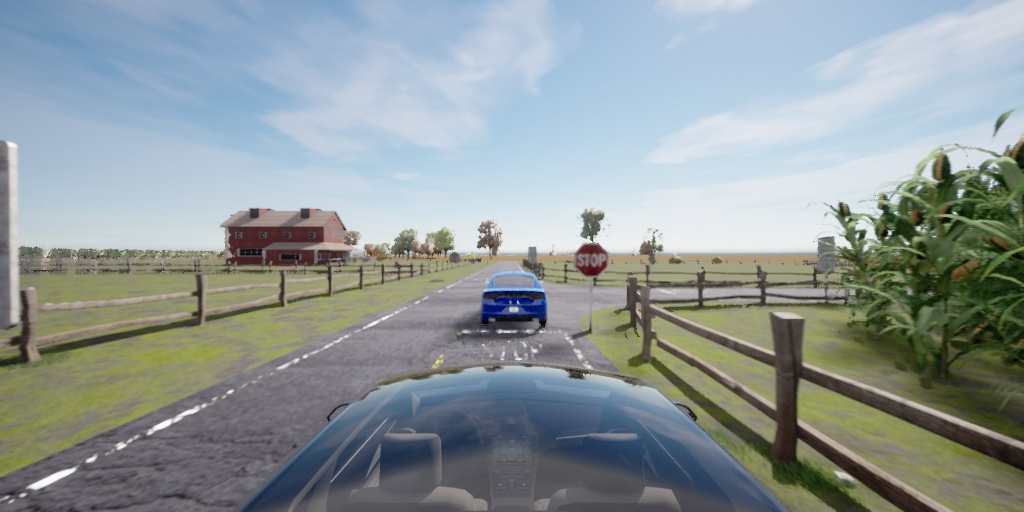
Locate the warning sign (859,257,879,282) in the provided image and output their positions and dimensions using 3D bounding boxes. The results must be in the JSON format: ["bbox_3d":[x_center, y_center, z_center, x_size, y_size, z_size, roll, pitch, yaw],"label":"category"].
[{"bbox_3d":[15.868,0.995,15.889,1.060,1.860,1.300,0,0,0],"label":"warning sign"}]

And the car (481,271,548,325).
[{"bbox_3d":[0.067,1.245,11.860,1.882,1.535,5.008,0,0,0],"label":"car"}]
